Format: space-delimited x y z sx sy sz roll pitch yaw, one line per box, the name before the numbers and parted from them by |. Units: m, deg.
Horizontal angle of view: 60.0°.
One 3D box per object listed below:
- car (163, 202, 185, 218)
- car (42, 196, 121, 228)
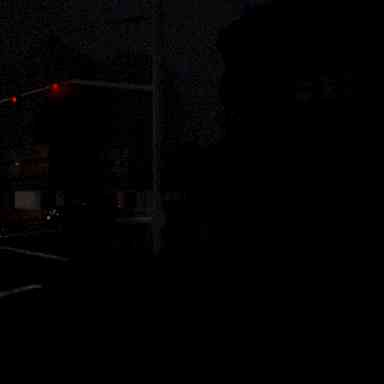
car | -1.825 1.644 31.685 1.994 1.385 4.181 0 0 35
car | -7.599 1.302 23.541 2.150 2.045 5.566 0 0 35
